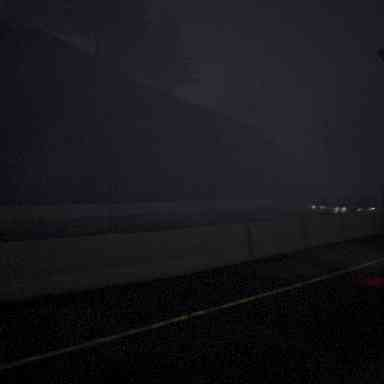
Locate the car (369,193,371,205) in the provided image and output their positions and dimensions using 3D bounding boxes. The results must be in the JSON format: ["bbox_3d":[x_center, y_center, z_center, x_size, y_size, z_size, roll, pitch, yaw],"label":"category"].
[{"bbox_3d":[26.692,1.238,50.217,2.150,2.045,5.566,0,0,37],"label":"car"}]
